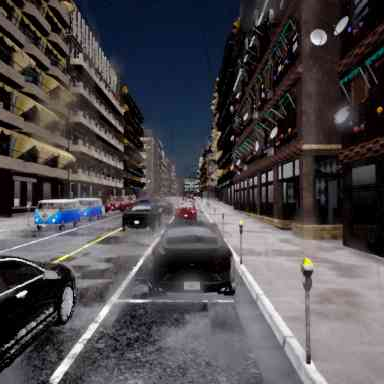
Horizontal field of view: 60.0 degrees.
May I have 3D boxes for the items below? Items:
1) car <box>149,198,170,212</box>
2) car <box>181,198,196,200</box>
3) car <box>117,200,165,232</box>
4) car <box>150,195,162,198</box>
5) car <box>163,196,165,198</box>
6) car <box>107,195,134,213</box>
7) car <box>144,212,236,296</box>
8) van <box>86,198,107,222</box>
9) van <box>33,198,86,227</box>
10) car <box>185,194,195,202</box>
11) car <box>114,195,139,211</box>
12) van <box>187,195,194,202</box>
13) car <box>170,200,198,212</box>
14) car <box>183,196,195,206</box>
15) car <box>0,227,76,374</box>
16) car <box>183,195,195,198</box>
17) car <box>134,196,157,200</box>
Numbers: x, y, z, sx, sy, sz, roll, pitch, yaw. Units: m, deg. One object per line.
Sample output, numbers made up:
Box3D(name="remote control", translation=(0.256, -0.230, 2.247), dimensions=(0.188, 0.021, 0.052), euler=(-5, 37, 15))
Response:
Box3D(name="car", translation=(-2.973, 1.609, 34.486), dimensions=(1.994, 1.385, 4.181), euler=(0, 0, 1))
Box3D(name="car", translation=(-0.437, 1.582, 31.754), dimensions=(1.887, 1.381, 4.507), euler=(1, 0, 0))
Box3D(name="car", translation=(-2.966, 1.494, 20.456), dimensions=(1.882, 1.535, 5.008), euler=(0, 0, 0))
Box3D(name="car", translation=(-8.314, 1.471, 70.528), dimensions=(2.192, 1.841, 5.009), euler=(1, 0, 0))
Box3D(name="car", translation=(-8.322, 1.847, 92.652), dimensions=(1.802, 1.307, 4.206), euler=(1, 0, 0))
Box3D(name="car", translation=(-8.312, 1.365, 37.346), dimensions=(2.192, 1.841, 5.009), euler=(1, 0, 0))
Box3D(name="car", translation=(0.000, 1.509, 8.653), dimensions=(1.837, 1.490, 4.892), euler=(0, 0, 0))
Box3D(name="van", translation=(-8.312, 1.368, 26.285), dimensions=(1.690, 1.788, 3.998), euler=(1, 0, 0))
Box3D(name="van", translation=(-8.311, 1.359, 20.753), dimensions=(1.690, 1.788, 3.998), euler=(2, 0, 0))
Box3D(name="car", translation=(-0.469, 1.521, 81.536), dimensions=(2.192, 1.841, 5.009), euler=(1, 0, 0))
Box3D(name="car", translation=(-8.312, 1.379, 42.876), dimensions=(2.192, 1.841, 5.009), euler=(1, 0, 0))
Box3D(name="van", translation=(-0.470, 1.575, 87.068), dimensions=(1.690, 1.788, 3.998), euler=(1, 0, 0))
Box3D(name="car", translation=(-0.437, 1.572, 26.224), dimensions=(1.887, 1.381, 4.507), euler=(1, 0, 0))
Box3D(name="car", translation=(-0.470, 1.553, 59.411), dimensions=(1.967, 1.590, 4.097), euler=(1, 0, 0))
Box3D(name="car", translation=(-3.020, 1.508, 4.161), dimensions=(1.837, 1.490, 4.892), euler=(0, 0, 0))
Box3D(name="car", translation=(-0.427, 1.490, 37.286), dimensions=(1.967, 1.590, 4.097), euler=(1, 0, 0))
Box3D(name="car", translation=(-5.824, 1.585, 41.318), dimensions=(1.812, 1.442, 4.674), euler=(0, 0, 0))
